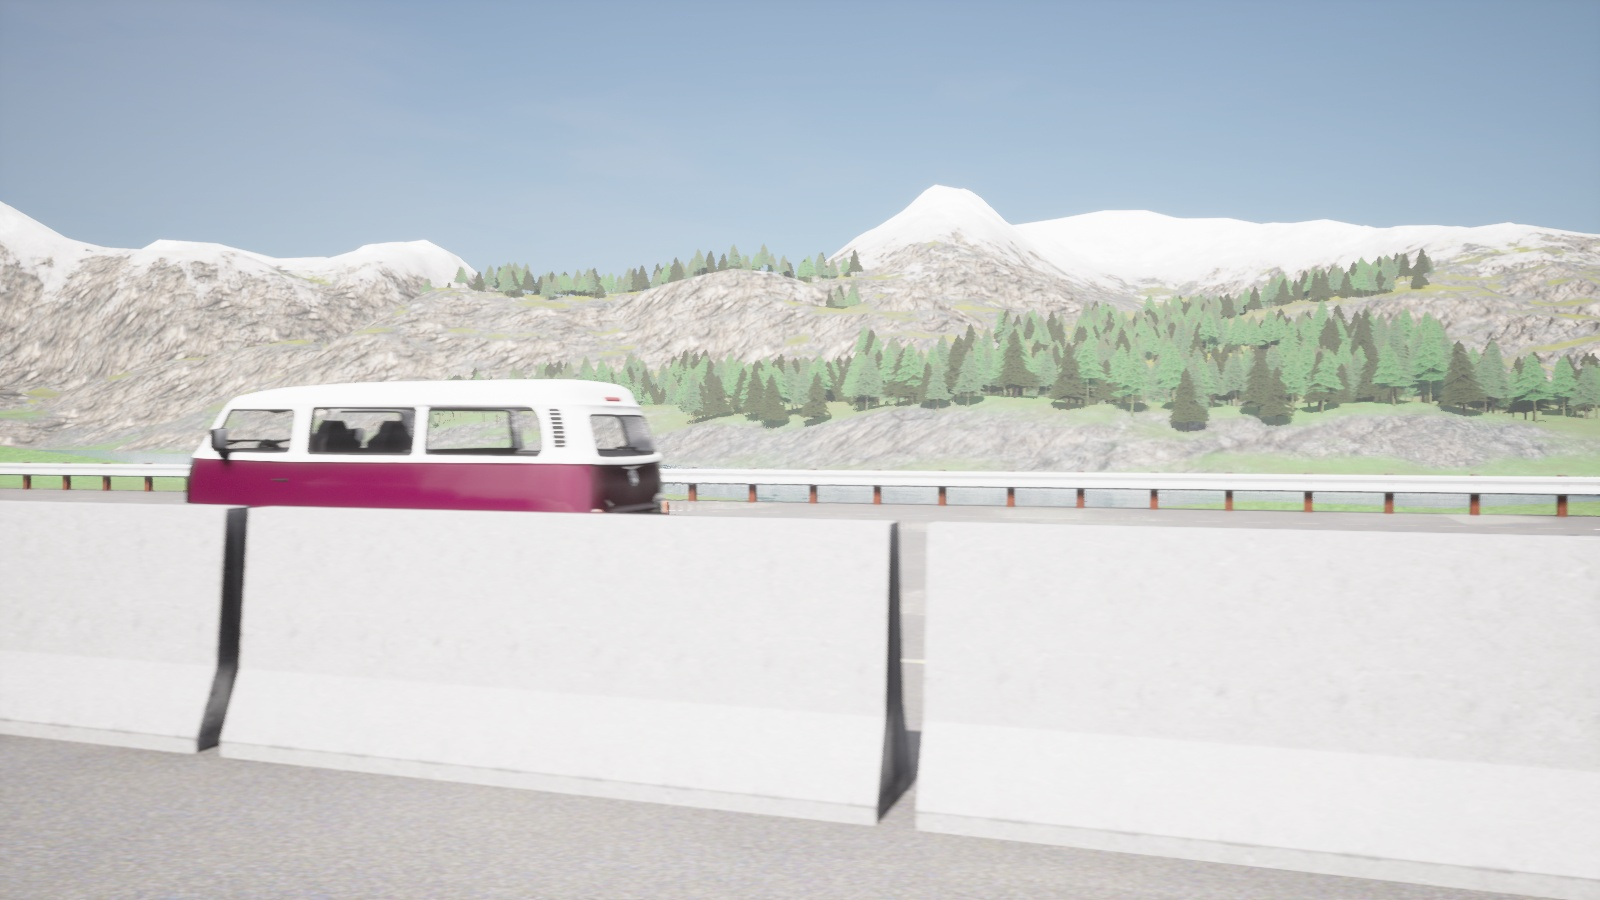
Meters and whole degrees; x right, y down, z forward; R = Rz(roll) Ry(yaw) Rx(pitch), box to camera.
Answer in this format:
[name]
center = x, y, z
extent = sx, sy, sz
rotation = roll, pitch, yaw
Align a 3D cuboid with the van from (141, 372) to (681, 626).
[van]
center = -3.609, 0.338, 11.814
extent = 4.480, 2.038, 2.069
rotation = 1, 1, 19
